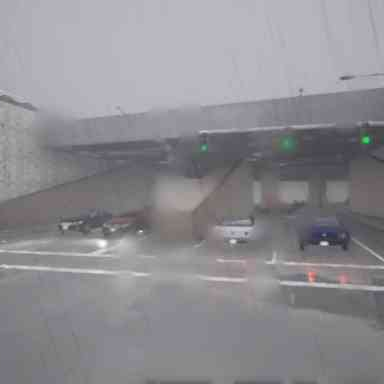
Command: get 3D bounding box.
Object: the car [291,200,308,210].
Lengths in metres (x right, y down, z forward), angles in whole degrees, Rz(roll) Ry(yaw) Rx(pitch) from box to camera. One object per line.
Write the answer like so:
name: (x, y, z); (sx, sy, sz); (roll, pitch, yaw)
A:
car: (15.389, 1.818, 47.555); (2.128, 1.511, 4.902); (-1, -1, 23)

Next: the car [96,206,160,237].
car: (-3.726, 1.841, 20.609); (1.812, 1.442, 4.674); (-1, -1, 16)

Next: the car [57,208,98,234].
car: (-6.887, 1.880, 22.272); (2.128, 1.511, 4.902); (-1, -1, 16)

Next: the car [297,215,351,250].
car: (5.669, 1.688, 14.782); (1.895, 1.301, 4.718); (-1, -1, 17)

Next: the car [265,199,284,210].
car: (12.083, 1.747, 48.718); (2.097, 1.767, 4.553); (-1, -1, 23)

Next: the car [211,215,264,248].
car: (2.331, 1.757, 15.844); (1.895, 1.301, 4.718); (-1, -1, 17)
